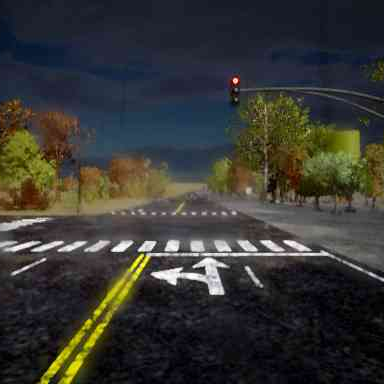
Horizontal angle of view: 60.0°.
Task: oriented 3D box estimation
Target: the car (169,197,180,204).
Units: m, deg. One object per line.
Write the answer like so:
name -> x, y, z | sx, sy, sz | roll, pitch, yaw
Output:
car -> -3.333, 1.550, 64.186 | 1.895, 1.301, 4.718 | 0, 0, 1

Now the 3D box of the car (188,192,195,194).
car -> -0.059, 1.039, 81.114 | 2.150, 2.045, 5.566 | 0, 0, 0

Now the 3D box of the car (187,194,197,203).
car -> -0.034, 1.548, 67.815 | 1.895, 1.301, 4.718 | 0, 0, 0

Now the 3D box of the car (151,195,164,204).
car -> -6.590, 1.301, 64.273 | 2.097, 1.767, 4.553 | 0, 0, 1

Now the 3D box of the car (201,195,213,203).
car -> 3.231, 1.404, 68.085 | 2.128, 1.511, 4.902 | 1, 1, 0

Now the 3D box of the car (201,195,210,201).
car -> 3.189, 1.385, 81.921 | 2.033, 1.411, 5.357 | 0, 0, 0
